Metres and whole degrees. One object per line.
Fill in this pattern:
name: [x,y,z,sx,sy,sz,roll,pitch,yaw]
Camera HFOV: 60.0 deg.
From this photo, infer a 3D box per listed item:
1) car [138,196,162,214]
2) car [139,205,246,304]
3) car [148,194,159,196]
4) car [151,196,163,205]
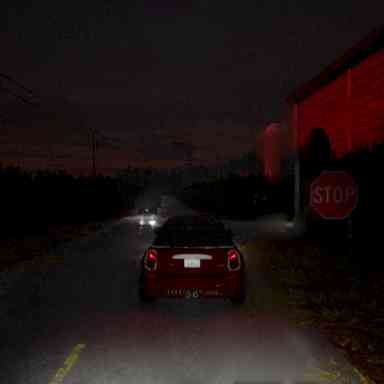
car: [-4.618,1.537,35.247,2.128,1.511,4.902,0,0,-4]
car: [0.066,1.362,8.370,2.097,1.767,4.553,0,0,2]
car: [-5.630,1.285,48.673,2.150,2.045,5.566,0,0,-4]
car: [-6.785,1.575,64.200,2.128,1.511,4.902,0,0,-4]
